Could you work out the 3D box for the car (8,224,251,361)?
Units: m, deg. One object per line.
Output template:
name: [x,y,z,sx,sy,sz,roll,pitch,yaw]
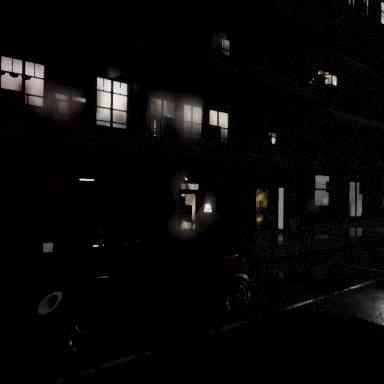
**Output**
car: [-0.928,1.441,5.885,4.097,1.590,1.967,0,1,-36]
